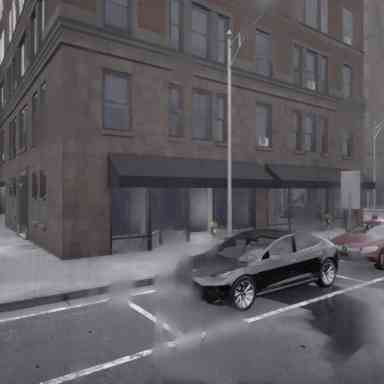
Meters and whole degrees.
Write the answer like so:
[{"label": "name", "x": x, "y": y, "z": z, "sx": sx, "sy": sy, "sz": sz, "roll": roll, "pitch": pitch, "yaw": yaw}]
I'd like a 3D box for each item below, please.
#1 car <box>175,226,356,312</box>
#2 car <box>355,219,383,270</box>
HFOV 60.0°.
[{"label": "car", "x": 1.661, "y": 1.566, "z": 7.720, "sx": 4.313, "sy": 1.339, "sz": 1.947, "roll": 0, "pitch": 0, "yaw": -36}, {"label": "car", "x": 6.139, "y": 1.582, "z": 10.915, "sx": 4.206, "sy": 1.307, "sz": 1.802, "roll": 0, "pitch": 0, "yaw": -36}]
